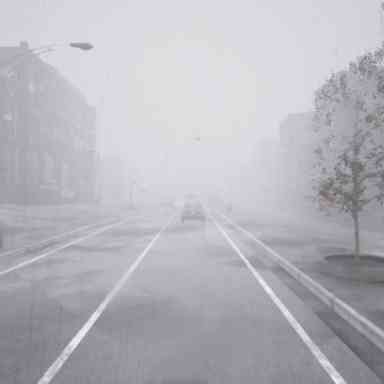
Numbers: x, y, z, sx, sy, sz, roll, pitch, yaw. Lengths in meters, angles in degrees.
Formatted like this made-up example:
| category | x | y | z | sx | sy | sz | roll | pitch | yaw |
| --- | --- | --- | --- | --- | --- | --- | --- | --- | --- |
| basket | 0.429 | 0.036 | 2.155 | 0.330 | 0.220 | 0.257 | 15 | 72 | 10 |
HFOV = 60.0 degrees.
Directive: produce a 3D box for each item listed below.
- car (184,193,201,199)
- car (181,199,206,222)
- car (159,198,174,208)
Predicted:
| category | x | y | z | sx | sy | sz | roll | pitch | yaw |
| --- | --- | --- | --- | --- | --- | --- | --- | --- | --- |
| car | 0.018 | 1.204 | 47.424 | 2.150 | 2.045 | 5.566 | 0 | 0 | 0 |
| car | 0.086 | 1.537 | 25.791 | 2.033 | 1.411 | 5.357 | 0 | 0 | 0 |
| car | -3.565 | 1.528 | 47.768 | 2.033 | 1.411 | 5.357 | 0 | 0 | 0 |
